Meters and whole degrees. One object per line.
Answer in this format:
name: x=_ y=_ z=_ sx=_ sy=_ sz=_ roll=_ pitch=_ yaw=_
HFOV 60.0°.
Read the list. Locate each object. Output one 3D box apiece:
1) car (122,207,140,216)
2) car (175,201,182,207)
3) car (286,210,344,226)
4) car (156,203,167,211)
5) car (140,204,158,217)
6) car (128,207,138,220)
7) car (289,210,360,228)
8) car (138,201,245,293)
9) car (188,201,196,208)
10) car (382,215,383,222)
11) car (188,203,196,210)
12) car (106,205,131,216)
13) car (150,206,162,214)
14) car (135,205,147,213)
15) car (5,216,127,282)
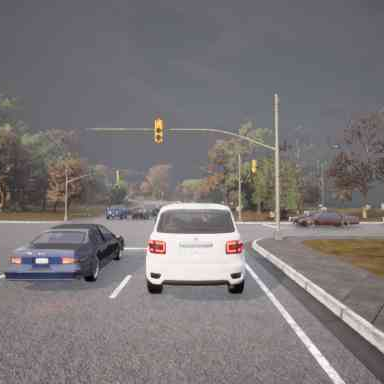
car: x=-10.556 y=3.376 z=57.618 sx=2.033 sy=1.411 sz=5.357 roll=0 pitch=-1 yaw=1
car: x=-3.561 y=3.101 z=87.467 sx=1.882 sy=1.535 sz=5.008 roll=0 pitch=0 yaw=-3
car: x=12.008 y=2.491 z=32.669 sx=4.902 sy=1.511 sz=2.128 roll=0 pitch=-3 yaw=-1
car: x=-6.972 y=3.388 z=75.969 sx=2.033 sy=1.411 sz=5.357 roll=0 pitch=0 yaw=0
car: x=-7.069 y=3.012 z=55.350 sx=2.150 sy=2.045 sz=5.566 roll=0 pitch=-1 yaw=0
car: x=-7.070 y=3.148 z=45.822 sx=1.895 sy=1.301 sz=4.718 roll=0 pitch=-2 yaw=-1
car: x=11.727 y=2.390 z=29.154 sx=5.357 sy=1.411 sz=2.033 roll=0 pitch=-3 yaw=-1
car: x=0.086 y=1.321 z=9.202 sx=2.150 sy=2.045 sz=5.566 roll=0 pitch=-1 yaw=0
car: x=-0.085 y=3.295 z=87.819 sx=1.837 sy=1.490 sz=4.892 roll=0 pitch=0 yaw=-3
car: x=21.430 y=2.508 z=33.029 sx=4.902 sy=1.511 sz=2.128 roll=0 pitch=-3 yaw=-3
car: x=0.029 y=3.339 z=77.667 sx=1.837 sy=1.490 sz=4.892 roll=0 pitch=0 yaw=0
car: x=-10.590 y=2.813 z=47.183 sx=2.150 sy=2.045 sz=5.566 roll=0 pitch=-2 yaw=-2
car: x=-7.016 y=3.487 z=65.271 sx=1.895 sy=1.301 sz=4.718 roll=0 pitch=0 yaw=1
car: x=-10.476 y=3.484 z=68.479 sx=1.895 sy=1.301 sz=4.718 roll=0 pitch=0 yaw=0
car: x=-3.414 y=1.665 z=10.057 sx=2.033 sy=1.411 sz=5.357 roll=0 pitch=-1 yaw=0
